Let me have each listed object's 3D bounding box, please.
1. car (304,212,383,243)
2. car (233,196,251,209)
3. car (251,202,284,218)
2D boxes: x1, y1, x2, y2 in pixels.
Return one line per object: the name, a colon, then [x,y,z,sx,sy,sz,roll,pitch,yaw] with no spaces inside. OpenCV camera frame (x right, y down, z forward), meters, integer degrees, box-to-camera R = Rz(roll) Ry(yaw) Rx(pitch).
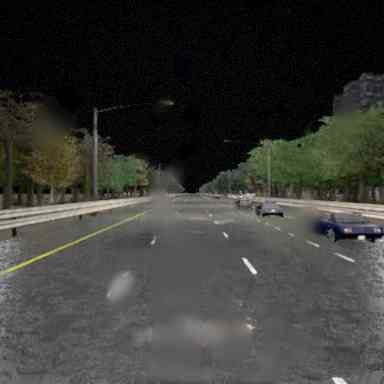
car: [7.006,1.609,15.949,1.895,1.301,4.718,0,0,0]
car: [7.090,1.537,46.065,2.128,1.511,4.902,0,0,0]
car: [7.037,1.590,30.737,1.994,1.385,4.181,0,0,0]
